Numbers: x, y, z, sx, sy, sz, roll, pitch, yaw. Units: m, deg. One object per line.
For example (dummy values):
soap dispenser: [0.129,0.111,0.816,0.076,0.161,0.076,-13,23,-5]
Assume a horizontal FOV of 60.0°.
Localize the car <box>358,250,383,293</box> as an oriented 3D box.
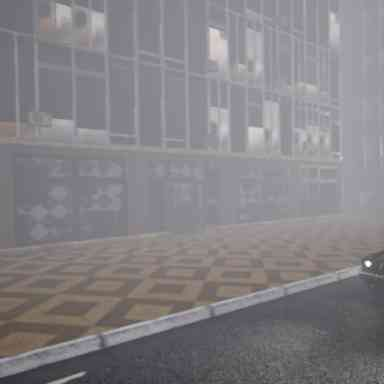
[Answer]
car: [5.767,1.535,7.476,4.718,1.301,1.895,0,0,-35]
